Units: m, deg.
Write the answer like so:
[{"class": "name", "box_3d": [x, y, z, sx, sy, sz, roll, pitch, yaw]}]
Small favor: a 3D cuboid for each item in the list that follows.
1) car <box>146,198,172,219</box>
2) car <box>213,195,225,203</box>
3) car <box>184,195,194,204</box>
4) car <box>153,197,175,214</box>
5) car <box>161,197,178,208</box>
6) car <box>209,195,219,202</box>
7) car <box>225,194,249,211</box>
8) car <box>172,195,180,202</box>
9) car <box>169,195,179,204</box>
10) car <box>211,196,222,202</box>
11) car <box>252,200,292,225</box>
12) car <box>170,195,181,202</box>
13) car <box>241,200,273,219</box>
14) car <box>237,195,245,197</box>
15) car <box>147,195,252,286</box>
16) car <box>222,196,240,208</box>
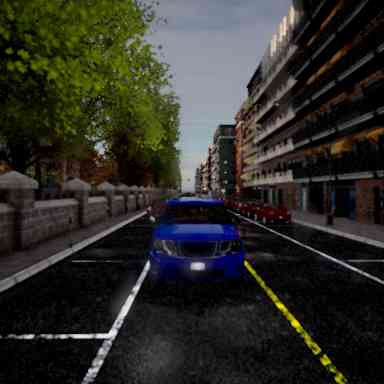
[{"class": "car", "box_3d": [-2.800, 1.362, 29.078, 1.967, 1.590, 4.097, 0, 0, -1]}, {"class": "car", "box_3d": [5.065, 1.305, 62.982, 1.967, 1.590, 4.097, 0, 0, -1]}, {"class": "car", "box_3d": [-0.599, 1.366, 61.326, 1.837, 1.490, 4.892, 0, 0, -1]}, {"class": "car", "box_3d": [-2.886, 1.350, 34.705, 1.967, 1.590, 4.097, 0, 0, -1]}, {"class": "car", "box_3d": [-3.057, 1.437, 45.966, 2.008, 1.369, 4.403, 0, 0, -1]}, {"class": "car", "box_3d": [4.891, 1.373, 74.413, 1.752, 1.417, 4.829, 0, 0, -1]}, {"class": "car", "box_3d": [5.407, 1.223, 40.463, 2.192, 1.841, 5.009, 0, 0, -1]}, {"class": "car", "box_3d": [-3.483, 1.364, 73.944, 1.752, 1.417, 4.829, 0, 0, -1]}, {"class": "car", "box_3d": [-3.312, 1.380, 62.684, 1.752, 1.417, 4.829, 0, 0, -1]}, {"class": "car", "box_3d": [4.980, 1.422, 68.612, 1.947, 1.339, 4.313, 0, 0, -1]}, {"class": "car", "box_3d": [5.665, 1.489, 23.576, 1.887, 1.381, 4.507, 0, 0, -1]}, {"class": "car", "box_3d": [-3.399, 1.397, 68.484, 2.008, 1.369, 4.403, 0, 0, -1]}, {"class": "car", "box_3d": [5.579, 1.476, 29.206, 1.887, 1.381, 4.507, 0, 0, -1]}, {"class": "car", "box_3d": [5.494, 1.360, 34.834, 1.967, 1.590, 4.097, 0, 0, -1]}, {"class": "car", "box_3d": [0.088, 1.194, 9.718, 2.150, 2.045, 5.566, 0, 0, -1]}, {"class": "car", "box_3d": [5.322, 1.336, 46.094, 1.967, 1.590, 4.097, 0, 0, -1]}]
